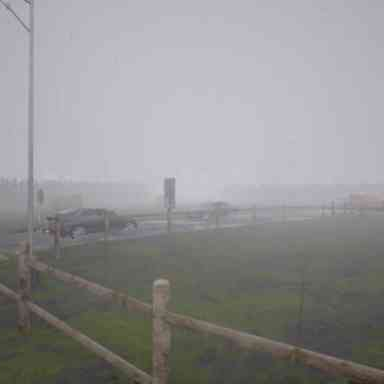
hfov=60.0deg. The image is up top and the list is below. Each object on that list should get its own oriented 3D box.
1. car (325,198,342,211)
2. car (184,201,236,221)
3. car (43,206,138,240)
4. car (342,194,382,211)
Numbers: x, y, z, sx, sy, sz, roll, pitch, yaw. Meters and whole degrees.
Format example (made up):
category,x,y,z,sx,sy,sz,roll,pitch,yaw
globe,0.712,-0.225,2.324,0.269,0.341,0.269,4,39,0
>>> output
category,x,y,z,sx,sy,sz,roll,pitch,yaw
car,18.470,1.506,41.364,4.902,1.511,2.128,0,0,-37
car,1.516,1.483,26.985,4.892,1.490,1.837,0,1,-43
car,-4.924,1.490,16.802,1.837,1.490,4.892,-2,-1,41
car,20.472,1.259,39.317,5.566,2.045,2.150,0,0,-38
